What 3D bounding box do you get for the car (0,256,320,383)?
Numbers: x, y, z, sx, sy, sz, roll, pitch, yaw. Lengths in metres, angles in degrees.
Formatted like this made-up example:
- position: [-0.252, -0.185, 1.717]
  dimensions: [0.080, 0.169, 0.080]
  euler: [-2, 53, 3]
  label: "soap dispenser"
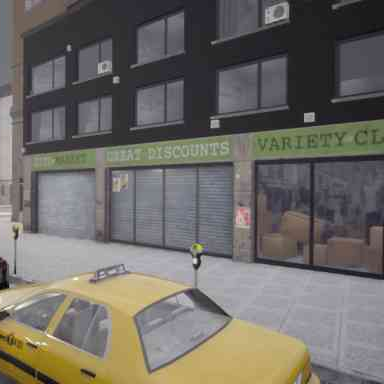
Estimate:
- position: [-1.127, 1.525, 3.882]
  dimensions: [4.829, 1.417, 1.752]
  euler: [0, 1, 35]
  label: "car"
